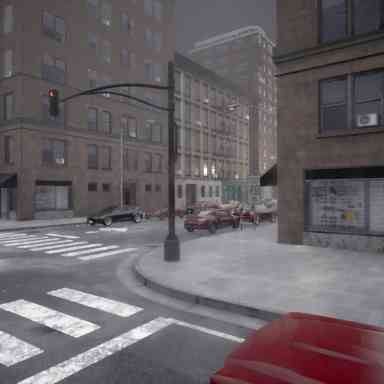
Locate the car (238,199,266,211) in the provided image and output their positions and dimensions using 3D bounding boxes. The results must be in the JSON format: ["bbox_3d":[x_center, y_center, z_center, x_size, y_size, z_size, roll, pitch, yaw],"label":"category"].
[{"bbox_3d":[7.485,1.600,41.494,1.802,1.307,4.206,0,0,36],"label":"car"}]

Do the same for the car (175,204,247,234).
[{"bbox_3d":[1.177,1.556,18.872,1.802,1.307,4.206,0,0,36],"label":"car"}]

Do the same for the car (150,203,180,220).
[{"bbox_3d":[-2.142,1.605,28.027,1.802,1.307,4.206,0,0,36],"label":"car"}]

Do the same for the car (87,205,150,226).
[{"bbox_3d":[-5.352,1.590,23.538,1.947,1.339,4.313,0,0,36],"label":"car"}]

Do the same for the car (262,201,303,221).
[{"bbox_3d":[7.695,1.495,27.990,1.752,1.417,4.829,0,0,36],"label":"car"}]

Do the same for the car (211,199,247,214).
[{"bbox_3d":[4.177,1.545,36.867,1.752,1.417,4.829,0,0,36],"label":"car"}]

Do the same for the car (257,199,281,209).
[{"bbox_3d":[10.694,1.602,45.983,1.802,1.307,4.206,0,0,36],"label":"car"}]

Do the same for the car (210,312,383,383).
[{"bbox_3d":[2.381,1.601,1.992,4.718,1.301,1.895,0,0,36],"label":"car"}]

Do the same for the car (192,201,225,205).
[{"bbox_3d":[1.067,1.565,32.516,1.887,1.381,4.507,0,0,36],"label":"car"}]

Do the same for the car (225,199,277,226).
[{"bbox_3d":[4.386,1.412,23.362,1.967,1.590,4.097,0,0,36],"label":"car"}]
